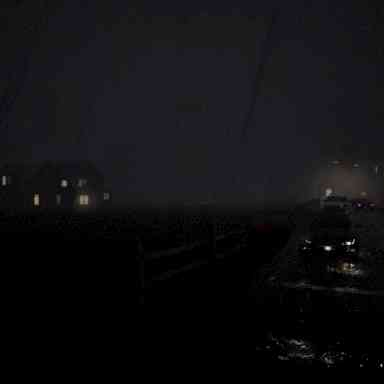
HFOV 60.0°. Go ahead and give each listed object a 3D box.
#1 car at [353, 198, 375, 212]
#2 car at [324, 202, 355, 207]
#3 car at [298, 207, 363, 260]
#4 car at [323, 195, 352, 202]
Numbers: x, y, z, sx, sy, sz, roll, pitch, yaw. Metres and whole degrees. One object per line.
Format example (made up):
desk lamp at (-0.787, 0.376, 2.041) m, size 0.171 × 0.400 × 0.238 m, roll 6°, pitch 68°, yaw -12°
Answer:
car at (20.147, 1.590, 38.888) m, size 1.812 × 1.442 × 4.674 m, roll -1°, pitch -1°, yaw 25°
car at (9.630, 1.621, 22.468) m, size 2.033 × 1.411 × 5.357 m, roll -1°, pitch -1°, yaw 24°
car at (5.305, 1.553, 12.799) m, size 1.837 × 1.490 × 4.892 m, roll -1°, pitch -1°, yaw 24°
car at (13.982, 1.320, 32.179) m, size 2.150 × 2.045 × 5.566 m, roll -1°, pitch -1°, yaw 24°
